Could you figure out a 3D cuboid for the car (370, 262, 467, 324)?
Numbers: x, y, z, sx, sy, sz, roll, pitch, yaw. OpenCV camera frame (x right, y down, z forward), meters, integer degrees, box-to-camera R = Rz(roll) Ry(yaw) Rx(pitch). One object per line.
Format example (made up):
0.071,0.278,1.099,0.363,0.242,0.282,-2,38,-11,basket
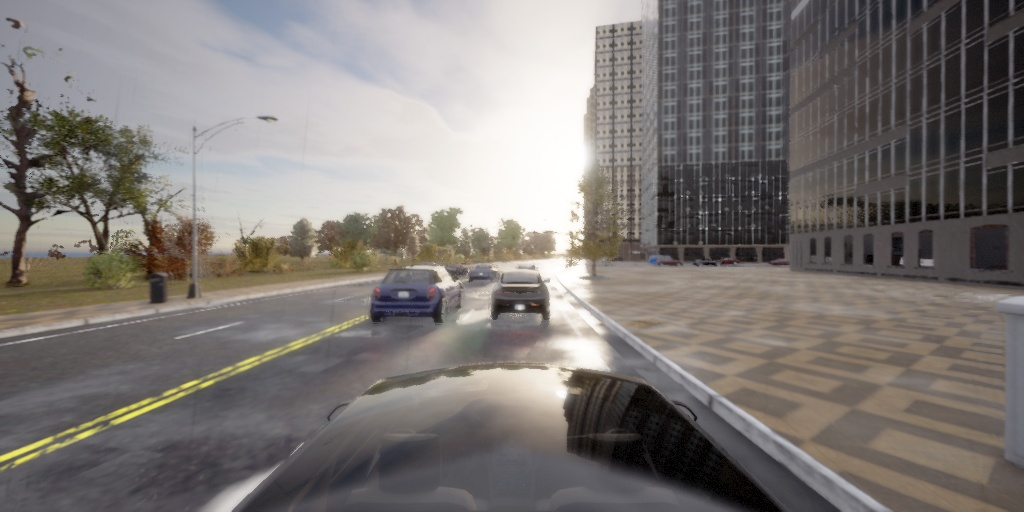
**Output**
-2.956,1.085,12.124,2.097,1.767,4.553,0,0,2,car

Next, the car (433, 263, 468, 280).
-5.315,1.303,31.464,1.895,1.301,4.718,0,0,5,car

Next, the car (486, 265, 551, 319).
0.316,1.240,12.813,1.837,1.490,4.892,0,0,2,car

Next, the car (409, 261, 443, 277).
-8.249,1.256,34.903,1.994,1.385,4.181,0,0,5,car

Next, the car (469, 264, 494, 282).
-2.107,1.276,28.135,1.994,1.385,4.181,0,0,4,car
